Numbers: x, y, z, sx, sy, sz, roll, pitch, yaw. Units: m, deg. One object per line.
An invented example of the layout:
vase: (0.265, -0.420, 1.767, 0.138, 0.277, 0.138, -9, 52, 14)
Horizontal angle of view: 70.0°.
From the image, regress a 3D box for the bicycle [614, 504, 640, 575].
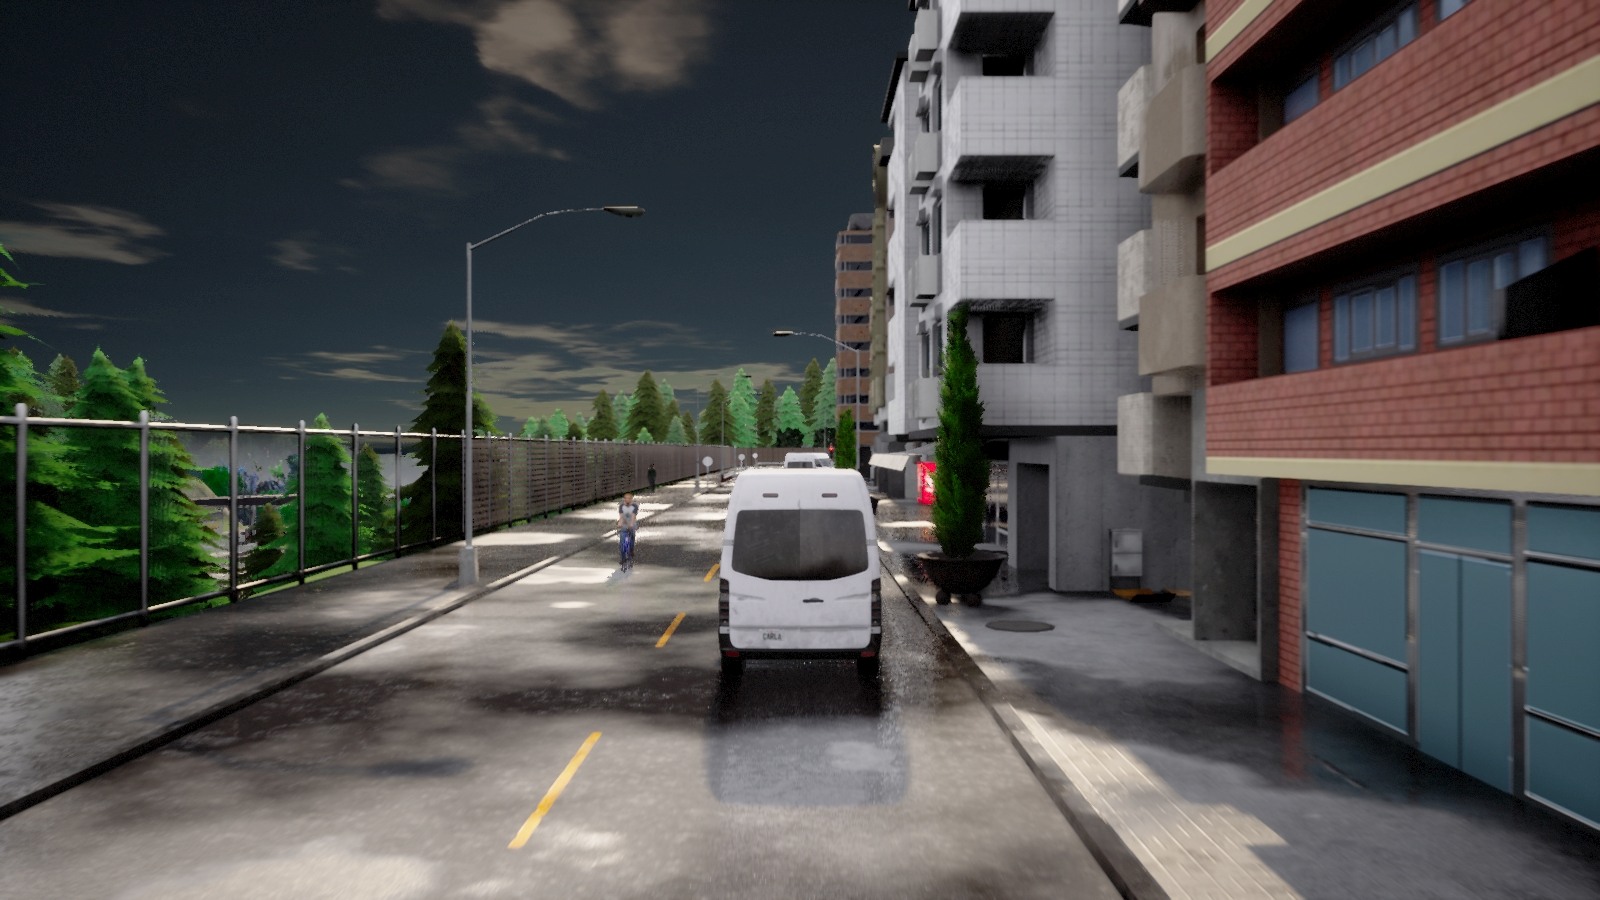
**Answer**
bicycle: (-3.997, 2.052, 26.456, 0.373, 1.496, 1.643, 0, 0, 0)

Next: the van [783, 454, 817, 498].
van: (0.004, 1.523, 69.561, 1.988, 2.561, 5.915, 0, 0, 0)

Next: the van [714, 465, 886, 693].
van: (-0.003, 1.531, 16.159, 1.988, 2.561, 5.915, 0, 0, 0)

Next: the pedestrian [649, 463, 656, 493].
pedestrian: (-9.160, 1.733, 70.847, 0.375, 1.860, 0.375, 0, 0, 1)
